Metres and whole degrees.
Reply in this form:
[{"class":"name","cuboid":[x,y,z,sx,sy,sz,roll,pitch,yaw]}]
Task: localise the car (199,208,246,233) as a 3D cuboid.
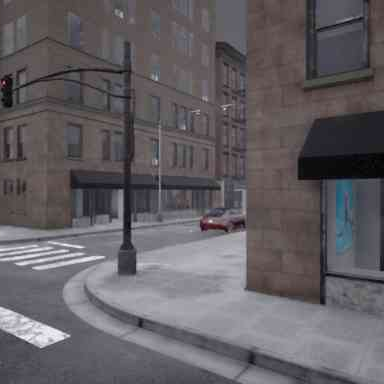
[{"class":"car","cuboid":[2.258,1.684,20.800,1.994,1.385,4.181,0,0,36]}]
